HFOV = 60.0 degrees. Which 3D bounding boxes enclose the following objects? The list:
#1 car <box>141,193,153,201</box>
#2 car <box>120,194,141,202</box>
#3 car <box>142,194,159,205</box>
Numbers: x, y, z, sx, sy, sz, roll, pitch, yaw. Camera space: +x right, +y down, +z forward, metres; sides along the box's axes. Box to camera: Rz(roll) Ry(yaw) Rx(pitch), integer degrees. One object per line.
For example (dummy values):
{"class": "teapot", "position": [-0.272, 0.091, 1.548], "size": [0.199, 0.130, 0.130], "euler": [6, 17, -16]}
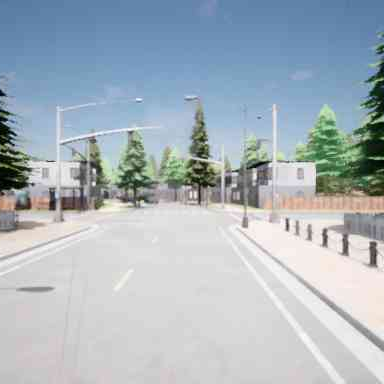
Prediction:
{"class": "car", "position": [-10.440, 1.266, 75.430], "size": [2.150, 2.045, 5.566], "euler": [0, 0, -36]}
{"class": "car", "position": [-13.756, 1.600, 74.133], "size": [1.994, 1.385, 4.181], "euler": [0, 0, -31]}
{"class": "car", "position": [-7.202, 1.583, 60.255], "size": [2.033, 1.411, 5.357], "euler": [0, 0, -16]}
